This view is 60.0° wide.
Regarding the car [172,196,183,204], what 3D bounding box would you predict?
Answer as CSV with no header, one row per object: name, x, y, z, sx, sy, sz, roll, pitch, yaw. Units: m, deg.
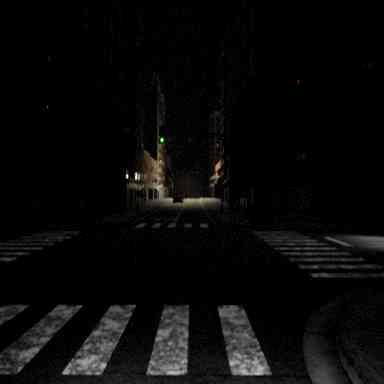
car,-2.536,1.473,60.513,2.033,1.411,5.357,0,0,0

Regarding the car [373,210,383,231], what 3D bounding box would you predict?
car,12.410,1.271,17.583,5.009,1.841,2.192,0,0,0
